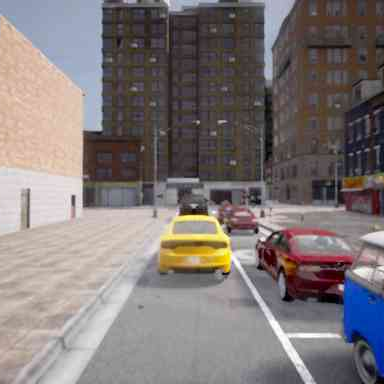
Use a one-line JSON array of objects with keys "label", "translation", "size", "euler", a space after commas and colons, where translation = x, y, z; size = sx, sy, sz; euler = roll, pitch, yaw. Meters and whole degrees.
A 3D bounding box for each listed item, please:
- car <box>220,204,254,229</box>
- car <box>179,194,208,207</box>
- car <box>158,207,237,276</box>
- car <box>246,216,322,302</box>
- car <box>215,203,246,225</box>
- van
[{"label": "car", "translation": [2.708, 1.551, 18.923], "size": [1.802, 1.307, 4.206], "euler": [1, 0, 0]}, {"label": "car", "translation": [0.143, 1.184, 26.825], "size": [2.150, 2.045, 5.566], "euler": [0, 0, 0]}, {"label": "car", "translation": [0.083, 1.456, 10.349], "size": [1.882, 1.535, 5.008], "euler": [0, 0, 1]}, {"label": "car", "translation": [2.676, 1.527, 8.047], "size": [1.887, 1.381, 4.507], "euler": [1, 0, 0]}, {"label": "car", "translation": [2.725, 1.547, 24.362], "size": [1.802, 1.307, 4.206], "euler": [1, 0, 0]}, {"label": "van", "translation": [2.664, 1.334, 2.608], "size": [1.690, 1.788, 3.998], "euler": [1, 0, 0]}]
